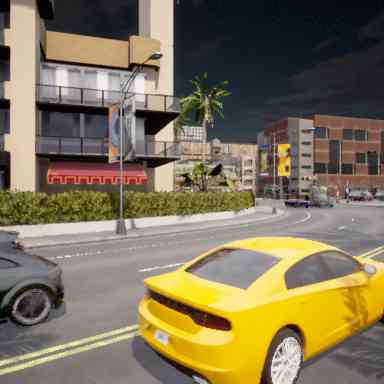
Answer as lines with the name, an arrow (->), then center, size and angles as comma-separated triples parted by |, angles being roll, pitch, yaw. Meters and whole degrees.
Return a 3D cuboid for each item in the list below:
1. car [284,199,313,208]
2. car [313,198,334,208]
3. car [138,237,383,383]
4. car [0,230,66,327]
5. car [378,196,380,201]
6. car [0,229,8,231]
car -> 14.804, 1.631, 47.062 | 1.895, 1.301, 4.718 | 0, 0, -7
car -> 18.306, 1.565, 47.008 | 1.994, 1.385, 4.181 | 0, 0, -5
car -> 1.572, 1.477, 5.316 | 5.008, 1.535, 1.882 | 0, 0, -39
car -> -4.333, 1.564, 5.451 | 4.181, 1.385, 1.994 | 0, 0, -36
car -> 44.866, 1.405, 76.308 | 1.816, 1.474, 4.193 | 0, 0, -17
car -> -6.745, 1.491, 7.986 | 4.902, 1.511, 2.128 | 0, 0, -36
